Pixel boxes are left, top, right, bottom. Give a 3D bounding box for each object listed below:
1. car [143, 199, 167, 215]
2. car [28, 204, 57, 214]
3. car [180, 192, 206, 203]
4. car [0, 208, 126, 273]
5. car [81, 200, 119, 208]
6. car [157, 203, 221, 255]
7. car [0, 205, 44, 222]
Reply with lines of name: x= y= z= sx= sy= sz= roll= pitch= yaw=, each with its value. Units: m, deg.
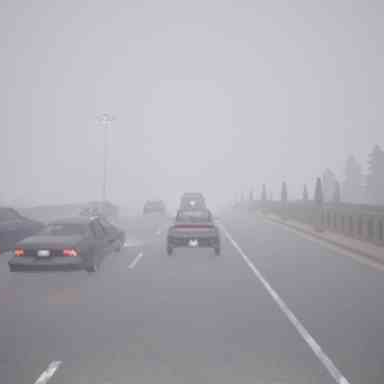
car: x=-3.427 y=1.401 z=31.477 sx=2.128 sy=1.511 sz=4.902 roll=0 pitch=-2 yaw=0
car: x=-21.095 y=2.424 z=47.049 sx=1.895 sy=1.301 sz=4.718 roll=0 pitch=-5 yaw=0
car: x=0.070 y=1.089 z=29.950 sx=2.150 sy=2.045 sz=5.566 roll=0 pitch=-1 yaw=0
car: x=-3.454 y=1.453 z=10.293 sx=2.033 sy=1.411 sz=5.357 roll=0 pitch=1 yaw=0
car: x=-6.958 y=1.352 z=25.484 sx=2.033 sy=1.411 sz=5.357 roll=0 pitch=0 yaw=0
car: x=0.062 y=1.374 z=12.732 sx=2.128 sy=1.511 sz=4.902 roll=0 pitch=0 yaw=0
car: x=-6.946 y=1.245 z=11.476 sx=2.097 sy=1.767 sz=4.553 roll=0 pitch=0 yaw=0
